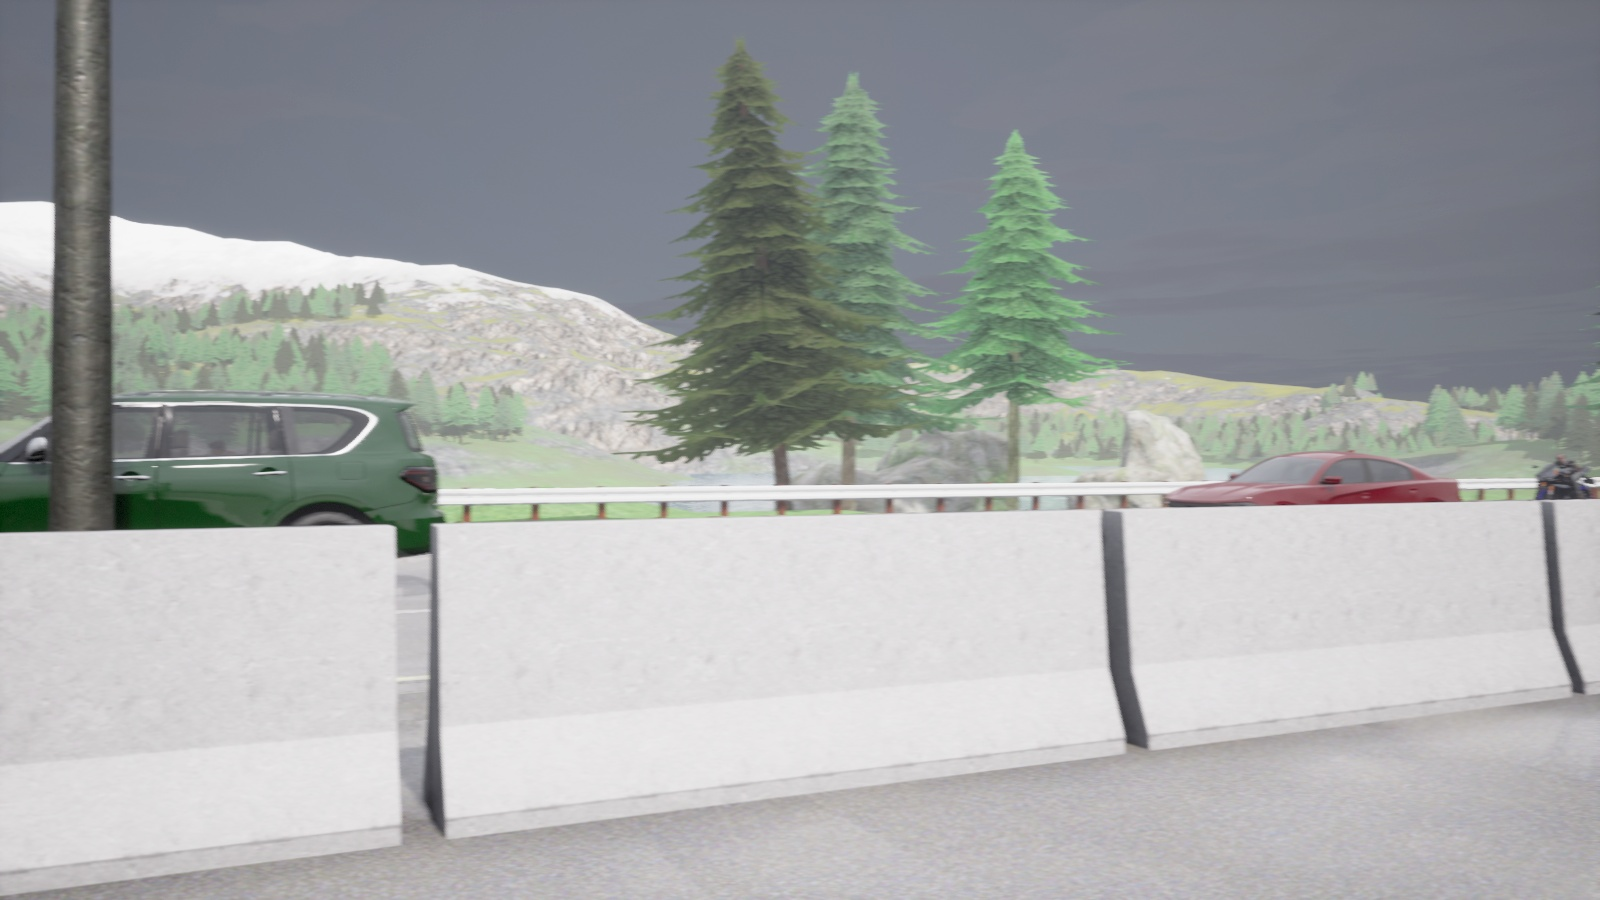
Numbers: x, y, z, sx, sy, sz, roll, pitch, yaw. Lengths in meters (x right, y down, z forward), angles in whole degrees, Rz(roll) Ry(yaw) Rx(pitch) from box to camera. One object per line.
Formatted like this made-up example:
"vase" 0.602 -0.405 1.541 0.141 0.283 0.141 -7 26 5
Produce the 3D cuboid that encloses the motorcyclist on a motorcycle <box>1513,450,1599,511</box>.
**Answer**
"motorcyclist on a motorcycle" 19.661 0.783 32.636 2.191 1.530 0.866 0 0 -26

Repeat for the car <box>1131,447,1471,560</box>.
"car" 7.592 0.727 18.938 5.008 1.535 1.882 0 0 -26

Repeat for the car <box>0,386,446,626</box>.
"car" -6.454 0.477 12.104 5.566 2.045 2.150 0 0 -26
